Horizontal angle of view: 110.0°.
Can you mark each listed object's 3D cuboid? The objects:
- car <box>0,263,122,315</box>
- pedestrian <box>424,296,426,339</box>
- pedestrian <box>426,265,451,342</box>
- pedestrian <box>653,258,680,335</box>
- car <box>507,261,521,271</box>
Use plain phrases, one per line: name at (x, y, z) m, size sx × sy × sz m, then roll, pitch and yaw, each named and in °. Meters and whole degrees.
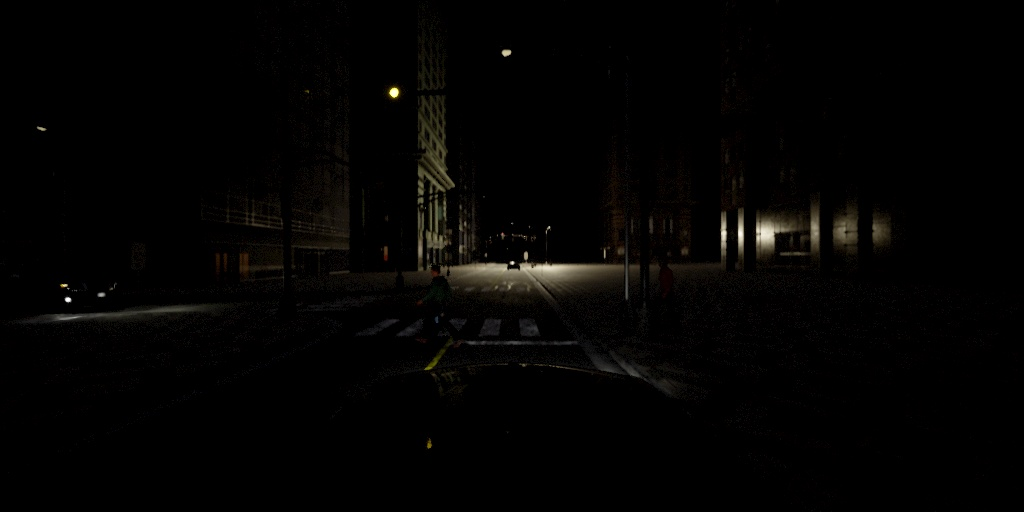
car at (-19.657, 1.288, 14.741) m, size 5.566 × 2.045 × 2.150 m, roll -1°, pitch 0°, yaw 0°
pedestrian at (-1.929, 1.068, 9.111) m, size 0.375 × 1.860 × 0.375 m, roll 0°, pitch 0°, yaw 0°
pedestrian at (-1.608, 1.064, 7.876) m, size 0.375 × 1.860 × 0.375 m, roll 0°, pitch 0°, yaw 0°
pedestrian at (3.626, 0.913, 8.447) m, size 0.375 × 1.860 × 0.375 m, roll 0°, pitch 0°, yaw 0°
car at (0.277, 1.496, 54.322) m, size 1.994 × 1.385 × 4.181 m, roll 0°, pitch 0°, yaw 0°
